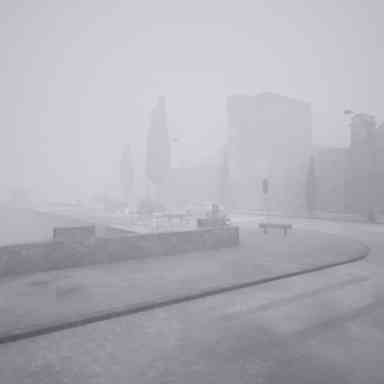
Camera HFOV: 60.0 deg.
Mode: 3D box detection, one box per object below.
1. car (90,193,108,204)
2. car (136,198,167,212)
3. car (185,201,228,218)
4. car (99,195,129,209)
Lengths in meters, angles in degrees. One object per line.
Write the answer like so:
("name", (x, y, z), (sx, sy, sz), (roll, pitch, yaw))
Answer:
("car", (-17.293, 1.221, 62.522), (2.150, 2.045, 5.566), (0, 0, -36))
("car", (-4.638, 1.505, 37.616), (1.837, 1.490, 4.892), (0, 0, -36))
("car", (1.176, 1.526, 29.482), (1.812, 1.442, 4.674), (0, 0, -36))
("car", (-10.628, 1.547, 46.025), (2.033, 1.411, 5.357), (0, 0, -36))
